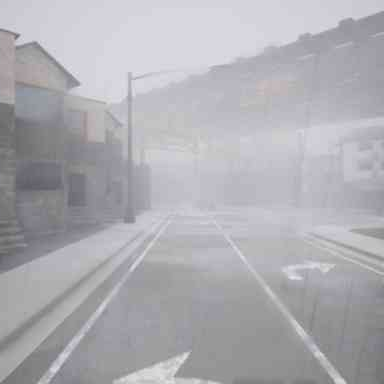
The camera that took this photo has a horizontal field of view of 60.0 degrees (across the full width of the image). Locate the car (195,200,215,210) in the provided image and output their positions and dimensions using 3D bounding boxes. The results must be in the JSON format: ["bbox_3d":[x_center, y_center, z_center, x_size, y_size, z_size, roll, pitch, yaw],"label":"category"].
[{"bbox_3d":[1.622,1.669,43.599,1.895,1.301,4.718,0,0,-9],"label":"car"}]
